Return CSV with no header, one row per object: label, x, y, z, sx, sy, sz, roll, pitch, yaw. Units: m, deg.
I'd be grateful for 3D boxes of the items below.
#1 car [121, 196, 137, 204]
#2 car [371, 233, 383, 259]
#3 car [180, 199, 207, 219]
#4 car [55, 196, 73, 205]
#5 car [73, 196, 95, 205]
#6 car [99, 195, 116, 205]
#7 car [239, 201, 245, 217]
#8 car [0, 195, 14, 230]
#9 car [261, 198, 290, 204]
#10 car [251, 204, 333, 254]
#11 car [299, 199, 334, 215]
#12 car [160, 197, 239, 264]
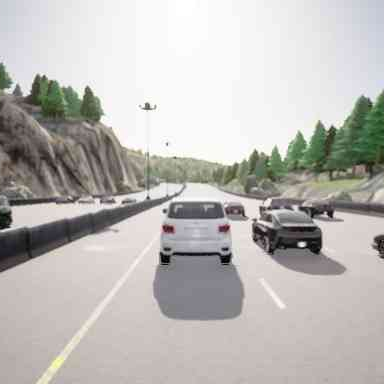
car,-10.526,1.398,55.919,1.895,1.301,4.718,0,0,1
car,7.101,1.519,9.036,2.033,1.411,5.357,0,0,0
car,0.110,1.390,28.757,2.128,1.511,4.902,0,0,0
car,-21.020,1.321,55.035,1.812,1.442,4.674,0,0,1
car,-17.529,1.322,55.094,1.812,1.442,4.674,0,0,1
car,-14.029,1.289,55.503,2.128,1.511,4.902,0,0,1
car,3.611,1.423,29.714,1.812,1.442,4.674,0,0,0
car,-10.593,1.161,15.472,2.150,2.045,5.566,0,0,0
car,7.110,1.255,28.472,2.097,1.767,4.553,0,0,0
car,3.603,1.459,13.305,1.837,1.490,4.892,0,0,0
car,10.611,1.408,28.841,1.837,1.490,4.892,0,0,0
car,0.098,1.179,11.795,2.150,2.045,5.566,0,0,0
